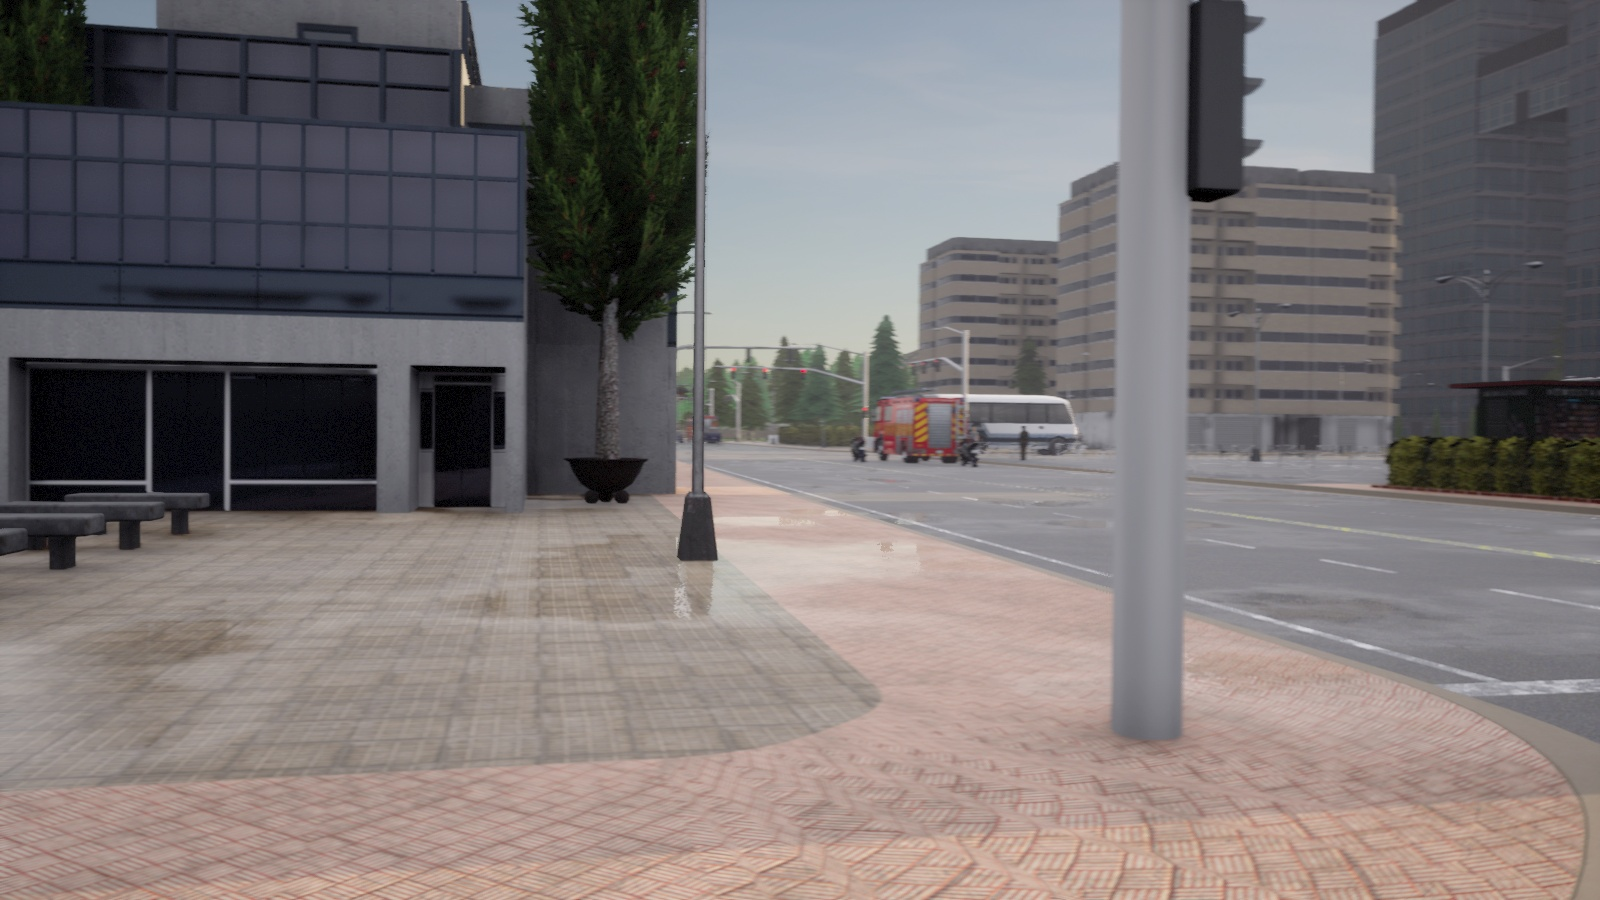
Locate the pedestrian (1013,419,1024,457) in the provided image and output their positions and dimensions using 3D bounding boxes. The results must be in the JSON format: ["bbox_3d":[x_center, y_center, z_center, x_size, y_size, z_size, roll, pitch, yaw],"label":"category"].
[{"bbox_3d":[11.300,-0.623,65.015,0.395,1.930,0.692,-1,1,-1],"label":"pedestrian"}]

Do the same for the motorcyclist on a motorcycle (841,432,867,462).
[{"bbox_3d":[2.786,-0.150,65.031,0.866,1.530,2.191,-1,1,-11],"label":"motorcyclist on a motorcycle"}]

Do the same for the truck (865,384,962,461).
[{"bbox_3d":[5.926,-1.416,67.121,2.891,3.827,8.468,-1,1,-11],"label":"truck"}]

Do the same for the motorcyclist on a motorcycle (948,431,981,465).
[{"bbox_3d":[7.609,-0.107,58.324,0.866,1.530,2.191,-1,1,-10],"label":"motorcyclist on a motorcycle"}]

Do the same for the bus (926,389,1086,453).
[{"bbox_3d":[14.274,-2.020,87.389,10.273,4.253,3.944,-1,1,-7],"label":"bus"}]
